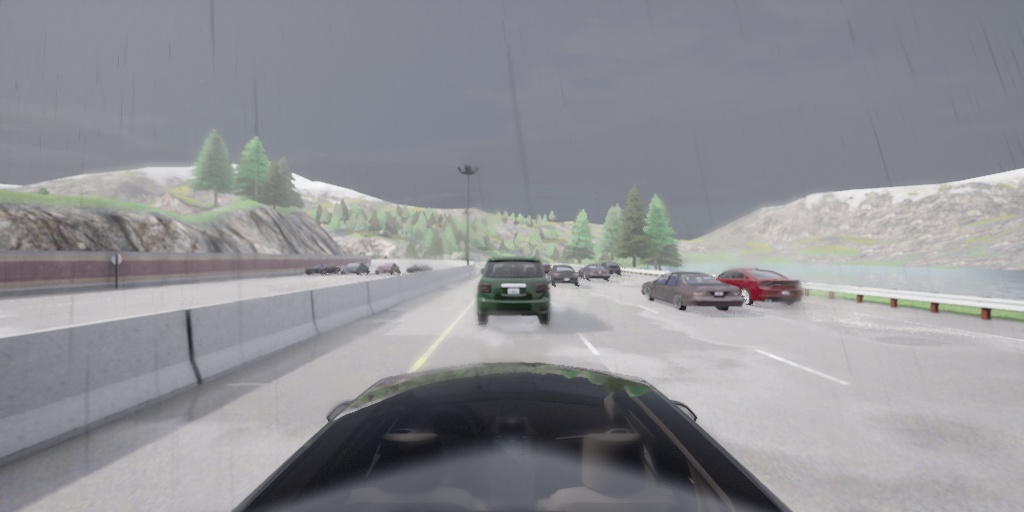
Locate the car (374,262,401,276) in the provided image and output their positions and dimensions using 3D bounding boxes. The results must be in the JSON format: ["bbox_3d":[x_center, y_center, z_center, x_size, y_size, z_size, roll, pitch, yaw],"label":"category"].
[{"bbox_3d":[-14.144,1.452,41.077,1.812,1.442,4.674,0,0,-1],"label":"car"}]

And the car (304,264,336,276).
[{"bbox_3d":[-21.110,1.523,40.136,1.895,1.301,4.718,0,0,-1],"label":"car"}]

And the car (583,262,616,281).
[{"bbox_3d":[7.108,1.431,31.437,2.033,1.411,5.357,0,0,0],"label":"car"}]

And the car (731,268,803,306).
[{"bbox_3d":[10.593,1.293,16.320,1.882,1.535,5.008,0,0,0],"label":"car"}]

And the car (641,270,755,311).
[{"bbox_3d":[7.087,1.355,14.760,2.033,1.411,5.357,0,0,0],"label":"car"}]

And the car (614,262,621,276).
[{"bbox_3d":[10.601,1.427,39.714,1.837,1.490,4.892,0,0,-1],"label":"car"}]

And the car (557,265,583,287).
[{"bbox_3d":[3.616,1.384,25.916,1.812,1.442,4.674,0,0,0],"label":"car"}]

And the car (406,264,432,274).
[{"bbox_3d":[-10.626,1.527,41.103,1.895,1.301,4.718,0,0,-1],"label":"car"}]

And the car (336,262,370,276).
[{"bbox_3d":[-17.636,1.450,40.557,1.812,1.442,4.674,0,0,-1],"label":"car"}]

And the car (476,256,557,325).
[{"bbox_3d":[0.068,1.022,12.213,2.150,2.045,5.566,0,0,0],"label":"car"}]
